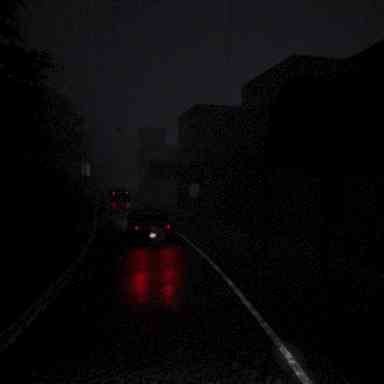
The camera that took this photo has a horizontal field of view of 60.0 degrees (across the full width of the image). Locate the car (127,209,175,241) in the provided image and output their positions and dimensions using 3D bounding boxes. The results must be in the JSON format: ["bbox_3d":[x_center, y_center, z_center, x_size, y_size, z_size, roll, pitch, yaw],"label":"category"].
[{"bbox_3d":[-2.129,1.447,15.946,1.895,1.301,4.718,-1,2,-13],"label":"car"}]

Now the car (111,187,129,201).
[{"bbox_3d":[-9.108,0.105,41.818,2.097,1.767,4.553,-1,3,-15],"label":"car"}]
